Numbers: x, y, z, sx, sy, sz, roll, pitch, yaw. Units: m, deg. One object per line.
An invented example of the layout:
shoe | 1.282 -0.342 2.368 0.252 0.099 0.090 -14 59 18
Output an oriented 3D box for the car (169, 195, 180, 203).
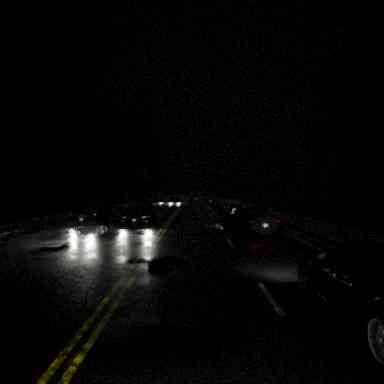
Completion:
car | -3.280 1.313 63.472 1.895 1.301 4.718 0 0 0

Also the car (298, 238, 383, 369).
car | 3.249 1.490 5.493 1.812 1.442 4.674 0 0 0

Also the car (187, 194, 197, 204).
car | -0.013 1.271 57.727 2.033 1.411 5.357 0 0 0

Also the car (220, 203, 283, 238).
car | 3.016 1.461 16.978 1.994 1.385 4.181 0 0 -9

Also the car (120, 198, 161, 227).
car | -3.354 1.376 21.627 1.837 1.490 4.892 0 0 0

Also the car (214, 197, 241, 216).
car | 3.244 1.345 27.524 2.163 1.488 4.792 0 0 0

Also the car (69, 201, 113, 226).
car | -6.604 1.359 22.285 2.128 1.511 4.902 0 0 0

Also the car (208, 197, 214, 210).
car | 3.241 1.351 38.495 1.994 1.385 4.181 0 0 0

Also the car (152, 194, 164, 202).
car | -6.532 1.190 63.821 1.882 1.535 5.008 0 0 0

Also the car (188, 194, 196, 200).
car | -0.018 1.124 79.243 2.033 1.411 5.357 0 0 0
